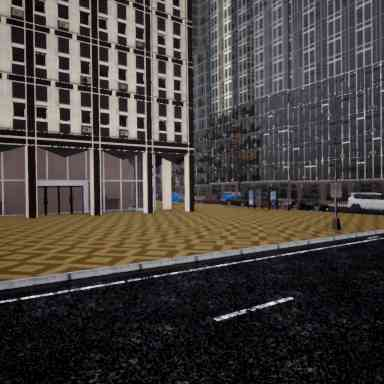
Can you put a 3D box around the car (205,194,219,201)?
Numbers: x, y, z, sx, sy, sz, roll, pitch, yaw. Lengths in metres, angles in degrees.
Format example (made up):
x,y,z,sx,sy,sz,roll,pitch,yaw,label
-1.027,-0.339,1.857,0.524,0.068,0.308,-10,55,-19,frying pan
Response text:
x,y,z,sx,sy,sz,roll,pitch,yaw,label
3.986,1.042,64.918,1.802,1.307,4.206,-1,1,-34,car

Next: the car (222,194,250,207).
x,y,z,sx,sy,sz,roll,pitch,yaw,label
6.603,1.318,46.079,1.947,1.339,4.313,-1,1,-34,car

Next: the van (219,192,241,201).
x,y,z,sx,sy,sz,roll,pitch,yaw,label
7.182,0.853,60.215,1.690,1.788,3.998,-1,1,-34,van

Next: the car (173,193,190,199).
x,y,z,sx,sy,sz,roll,pitch,yaw,label
-2.408,0.934,74.316,1.802,1.307,4.206,0,1,-34,car

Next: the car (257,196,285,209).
x,y,z,sx,sy,sz,roll,pitch,yaw,label
9.752,1.386,41.348,1.802,1.307,4.206,-1,1,-34,car

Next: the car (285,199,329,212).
x,y,z,sx,sy,sz,roll,pitch,yaw,label
12.935,1.422,36.637,1.947,1.339,4.313,-1,1,-34,car

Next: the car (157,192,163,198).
x,y,z,sx,sy,sz,roll,pitch,yaw,label
-5.606,0.614,79.012,2.192,1.841,5.009,0,1,-34,car

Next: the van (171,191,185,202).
x,y,z,sx,sy,sz,roll,pitch,yaw,label
-2.943,0.936,60.203,1.690,1.788,3.998,0,1,-34,van

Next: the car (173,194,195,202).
x,y,z,sx,sy,sz,roll,pitch,yaw,label
-1.591,1.063,62.962,1.812,1.442,4.674,-1,1,-34,car

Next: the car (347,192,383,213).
x,y,z,sx,sy,sz,roll,pitch,yaw,label
18.513,1.086,33.344,2.150,2.045,5.566,-1,1,-36,car
